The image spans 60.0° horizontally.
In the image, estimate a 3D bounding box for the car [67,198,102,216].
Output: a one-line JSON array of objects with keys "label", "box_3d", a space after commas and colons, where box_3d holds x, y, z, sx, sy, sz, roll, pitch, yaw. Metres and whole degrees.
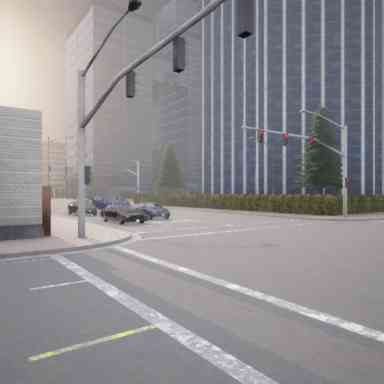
[{"label": "car", "box_3d": [-10.975, 1.560, 33.141, 1.837, 1.490, 4.892, 0, 0, -36]}]

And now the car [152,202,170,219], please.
[{"label": "car", "box_3d": [-3.711, 1.581, 29.045, 1.812, 1.442, 4.674, 0, 0, -36]}]

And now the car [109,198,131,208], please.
[{"label": "car", "box_3d": [-11.274, 1.619, 51.872, 1.994, 1.385, 4.181, 0, 0, -36]}]

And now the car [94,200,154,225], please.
[{"label": "car", "box_3d": [-5.305, 1.603, 25.232, 2.033, 1.411, 5.357, 0, 0, -36]}]

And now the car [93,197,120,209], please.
[{"label": "car", "box_3d": [-12.203, 1.547, 47.167, 2.128, 1.511, 4.902, 0, 0, -36]}]

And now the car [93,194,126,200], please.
[{"label": "car", "box_3d": [-9.374, 1.277, 36.917, 2.150, 2.045, 5.566, 0, 0, -36]}]
